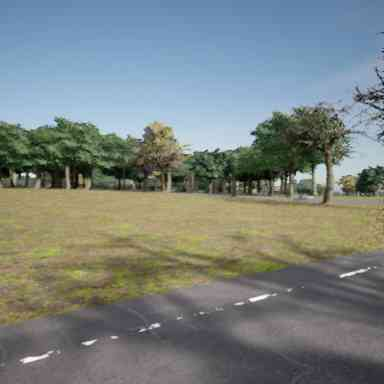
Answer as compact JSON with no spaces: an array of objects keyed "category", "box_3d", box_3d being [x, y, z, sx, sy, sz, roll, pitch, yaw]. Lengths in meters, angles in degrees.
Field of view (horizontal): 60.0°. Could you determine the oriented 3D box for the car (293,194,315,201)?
[{"category":"car","box_3d":[24.972,1.213,74.402,1.895,1.301,4.718,0,2,-35]}]
